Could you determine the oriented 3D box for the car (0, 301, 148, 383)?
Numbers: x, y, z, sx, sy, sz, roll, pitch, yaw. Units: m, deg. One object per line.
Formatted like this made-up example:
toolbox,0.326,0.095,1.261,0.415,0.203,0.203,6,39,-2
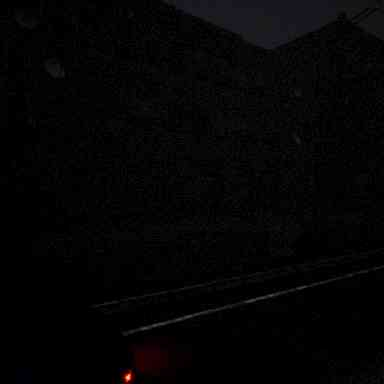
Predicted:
car,-2.907,1.535,1.881,5.357,1.411,2.033,0,0,-36
